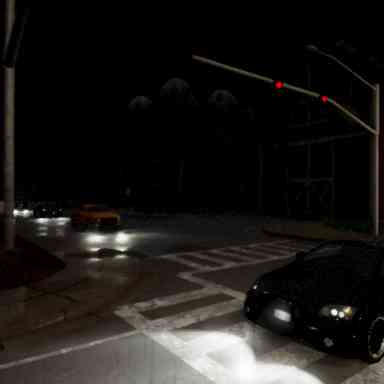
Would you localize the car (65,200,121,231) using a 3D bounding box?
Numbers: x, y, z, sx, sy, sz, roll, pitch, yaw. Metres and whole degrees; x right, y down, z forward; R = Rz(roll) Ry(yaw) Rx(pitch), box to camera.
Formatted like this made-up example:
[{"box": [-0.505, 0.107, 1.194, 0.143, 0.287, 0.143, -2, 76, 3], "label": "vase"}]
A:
[{"box": [-6.273, 1.514, 21.377, 1.882, 1.535, 5.008, 1, 0, -36], "label": "car"}]

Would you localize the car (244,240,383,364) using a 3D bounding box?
[{"box": [2.921, 1.603, 5.944, 4.181, 1.385, 1.994, 1, 0, -35], "label": "car"}]

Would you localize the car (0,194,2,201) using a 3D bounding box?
[{"box": [-43.360, 1.174, 77.571, 2.150, 2.045, 5.566, 1, 0, -36], "label": "car"}]

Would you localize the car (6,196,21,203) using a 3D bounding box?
[{"box": [-37.170, 1.538, 69.198, 1.882, 1.535, 5.008, 1, 0, -36], "label": "car"}]

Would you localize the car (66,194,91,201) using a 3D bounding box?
[{"box": [-16.710, 1.251, 48.544, 3.866, 1.878, 1.905, -1, 5, 11], "label": "car"}]

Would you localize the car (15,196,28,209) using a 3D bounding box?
[{"box": [-23.536, 1.522, 44.867, 2.128, 1.511, 4.902, 0, -1, -36], "label": "car"}]

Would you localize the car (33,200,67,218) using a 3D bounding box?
[{"box": [-13.581, 1.564, 31.260, 1.812, 1.442, 4.674, 1, 0, -36], "label": "car"}]
